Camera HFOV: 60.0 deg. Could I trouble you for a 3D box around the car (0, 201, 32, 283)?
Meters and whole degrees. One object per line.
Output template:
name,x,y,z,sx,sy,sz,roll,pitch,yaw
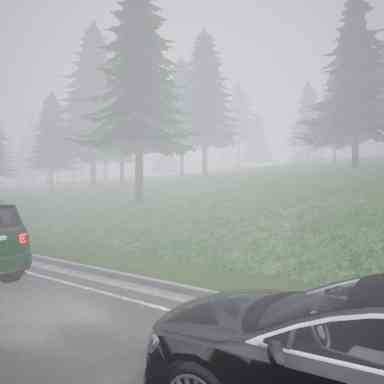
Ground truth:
car,-6.324,1.221,8.468,5.566,2.045,2.150,0,0,36

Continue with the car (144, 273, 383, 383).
car,1.739,1.492,2.752,4.902,1.511,2.128,0,0,36
